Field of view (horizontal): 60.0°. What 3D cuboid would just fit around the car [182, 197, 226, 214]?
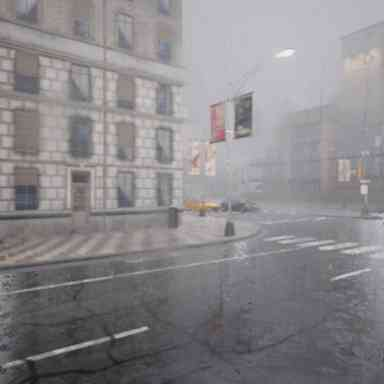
[{"bbox_3d":[1.097,1.514,36.643,1.882,1.535,5.008,0,0,-36],"label":"car"}]

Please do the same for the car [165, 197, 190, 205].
[{"bbox_3d":[-2.710,1.580,61.175,4.674,1.442,1.812,0,0,39],"label":"car"}]

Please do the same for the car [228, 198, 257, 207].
[{"bbox_3d":[7.966,1.662,53.022,1.895,1.301,4.718,0,0,-36],"label":"car"}]

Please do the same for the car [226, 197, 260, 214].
[{"bbox_3d":[5.327,1.394,36.768,2.097,1.767,4.553,0,0,-36],"label":"car"}]
